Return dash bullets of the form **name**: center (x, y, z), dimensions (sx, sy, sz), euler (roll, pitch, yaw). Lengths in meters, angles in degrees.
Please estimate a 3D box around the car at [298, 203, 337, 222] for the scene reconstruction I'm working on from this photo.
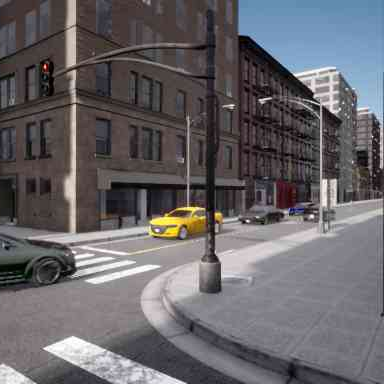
- **car**: center (11.021, 1.693, 28.571), dimensions (1.837, 1.490, 4.892), euler (0, 0, 36)

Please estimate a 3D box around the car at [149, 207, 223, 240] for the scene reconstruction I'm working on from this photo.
- **car**: center (-0.208, 1.576, 17.891), dimensions (1.882, 1.535, 5.008), euler (0, 0, 35)

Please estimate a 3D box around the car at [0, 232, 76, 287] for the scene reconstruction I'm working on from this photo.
- **car**: center (-5.058, 1.596, 8.062), dimensions (4.181, 1.385, 1.994), euler (0, 0, -36)

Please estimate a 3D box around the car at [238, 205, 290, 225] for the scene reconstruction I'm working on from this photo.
- **car**: center (5.533, 1.704, 25.949), dimensions (2.033, 1.411, 5.357), euler (0, 0, 35)

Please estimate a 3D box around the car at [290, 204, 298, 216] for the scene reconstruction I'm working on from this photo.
- **car**: center (11.521, 1.816, 34.329), dimensions (1.895, 1.301, 4.718), euler (0, 0, 36)
